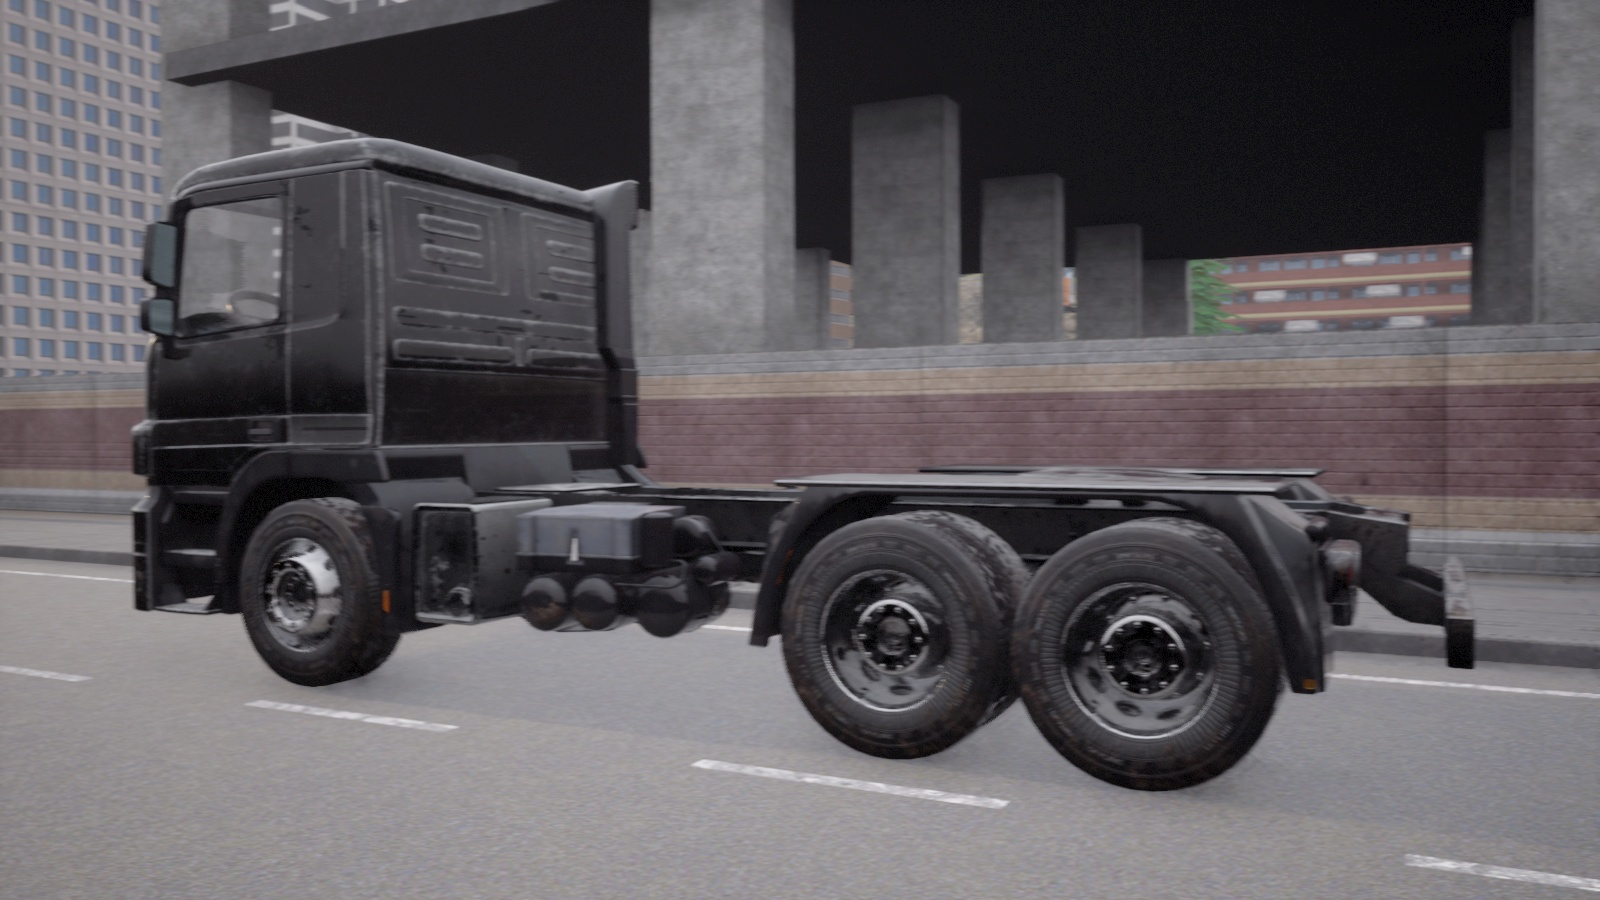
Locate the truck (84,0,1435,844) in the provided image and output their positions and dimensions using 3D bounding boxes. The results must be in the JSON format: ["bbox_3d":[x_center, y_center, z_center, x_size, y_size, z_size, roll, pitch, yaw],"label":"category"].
[{"bbox_3d":[-0.522,-0.299,7.810,7.936,3.462,2.891,1,1,27],"label":"truck"}]
